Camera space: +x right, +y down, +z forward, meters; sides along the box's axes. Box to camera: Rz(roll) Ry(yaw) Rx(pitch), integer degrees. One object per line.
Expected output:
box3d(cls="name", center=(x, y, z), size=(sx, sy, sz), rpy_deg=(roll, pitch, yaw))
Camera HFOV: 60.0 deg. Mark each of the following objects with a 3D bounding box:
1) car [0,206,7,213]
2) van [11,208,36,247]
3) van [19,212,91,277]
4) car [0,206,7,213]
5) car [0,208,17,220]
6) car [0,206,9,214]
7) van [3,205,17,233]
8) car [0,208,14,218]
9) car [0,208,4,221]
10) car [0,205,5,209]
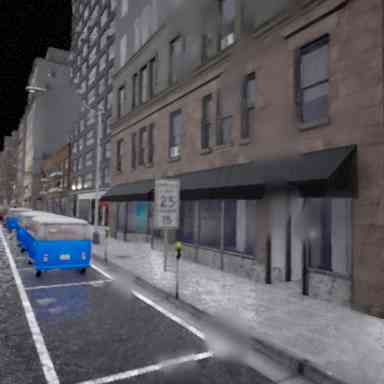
box3d(cls="car", center=(-41.672, 3.731, 72.453), size=(2.008, 1.369, 4.403), rpy_deg=(4, -3, -31))
box3d(cls="van", center=(-7.540, 1.866, 16.114), size=(1.690, 1.788, 3.998), rpy_deg=(4, -3, -31))
box3d(cls="van", center=(-4.697, 1.733, 11.417), size=(1.690, 1.788, 3.998), rpy_deg=(4, -3, -31))
box3d(cls="car", center=(-38.828, 3.582, 67.757), size=(1.887, 1.381, 4.507), rpy_deg=(4, -3, -31))
box3d(cls="car", center=(-24.610, 2.903, 44.278), size=(1.947, 1.339, 4.313), rpy_deg=(4, -3, -31))
box3d(cls="car", center=(-35.984, 3.440, 63.062), size=(1.887, 1.381, 4.507), rpy_deg=(4, -3, -31))
box3d(cls="van", center=(-13.228, 2.135, 25.506), size=(1.690, 1.788, 3.998), rpy_deg=(4, -3, -31))
box3d(cls="car", center=(-27.453, 3.026, 48.975), size=(2.008, 1.369, 4.403), rpy_deg=(4, -3, -31))
box3d(cls="car", center=(-16.079, 2.480, 30.192), size=(2.008, 1.369, 4.403), rpy_deg=(4, -3, -31))
box3d(cls="car", center=(-21.758, 2.516, 39.595), size=(2.192, 1.841, 5.009), rpy_deg=(4, -3, -31))
